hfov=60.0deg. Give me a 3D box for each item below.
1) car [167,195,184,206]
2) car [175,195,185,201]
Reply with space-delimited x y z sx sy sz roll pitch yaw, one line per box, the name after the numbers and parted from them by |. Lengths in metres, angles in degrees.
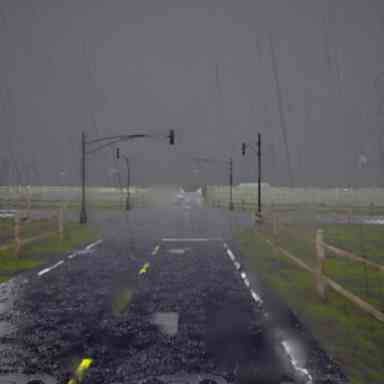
-2.740 1.379 51.153 2.128 1.511 4.902 0 1 0 | car
-2.649 1.329 74.472 2.033 1.411 5.357 0 0 0 | car
